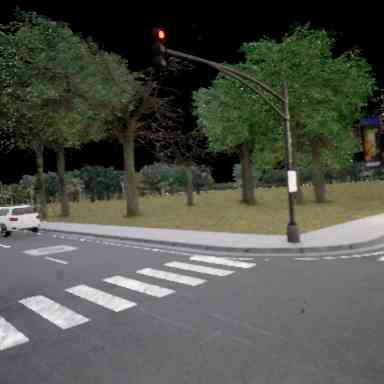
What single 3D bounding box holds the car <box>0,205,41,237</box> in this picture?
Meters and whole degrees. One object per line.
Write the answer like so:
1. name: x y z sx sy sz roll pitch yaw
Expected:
1. car: -13.041 2.057 23.821 5.566 2.045 2.150 -4 0 38
